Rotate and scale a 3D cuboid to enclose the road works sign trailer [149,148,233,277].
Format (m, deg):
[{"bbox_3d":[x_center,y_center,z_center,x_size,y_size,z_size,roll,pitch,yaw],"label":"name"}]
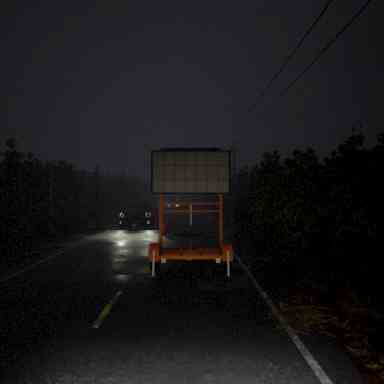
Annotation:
[{"bbox_3d":[-0.035,0.464,10.220,2.380,3.560,2.880,0,0,0],"label":"road works sign trailer"}]

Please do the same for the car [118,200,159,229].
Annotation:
[{"bbox_3d":[-3.375,1.351,21.587,2.097,1.767,4.553,0,0,0],"label":"car"}]

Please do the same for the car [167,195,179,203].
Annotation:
[{"bbox_3d":[-3.482,1.349,61.893,2.097,1.767,4.553,0,0,0],"label":"car"}]
